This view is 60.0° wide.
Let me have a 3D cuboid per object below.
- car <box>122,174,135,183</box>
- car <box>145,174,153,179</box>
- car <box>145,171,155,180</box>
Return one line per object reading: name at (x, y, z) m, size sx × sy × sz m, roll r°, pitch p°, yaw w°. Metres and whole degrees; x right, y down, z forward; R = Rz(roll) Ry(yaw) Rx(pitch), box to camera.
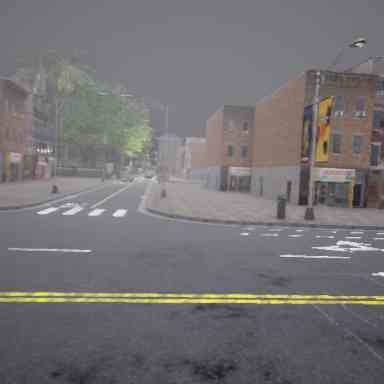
car at (-11.096, -2.452, 58.281) m, size 1.837 × 1.490 × 4.892 m, roll 2°, pitch 3°, yaw -6°
car at (-11.161, -4.026, 86.270) m, size 1.802 × 1.307 × 4.206 m, roll 2°, pitch 3°, yaw -6°
car at (-10.766, -3.810, 82.635) m, size 1.947 × 1.339 × 4.313 m, roll 2°, pitch 3°, yaw -6°
